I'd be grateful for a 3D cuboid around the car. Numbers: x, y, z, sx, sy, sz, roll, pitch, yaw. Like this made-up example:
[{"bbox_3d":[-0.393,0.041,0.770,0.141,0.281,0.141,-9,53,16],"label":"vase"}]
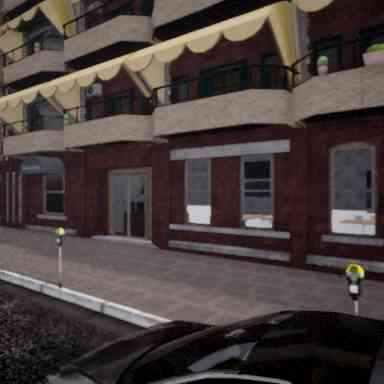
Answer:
[{"bbox_3d":[0.732,1.560,2.207,4.313,1.339,1.947,1,0,36],"label":"car"}]
